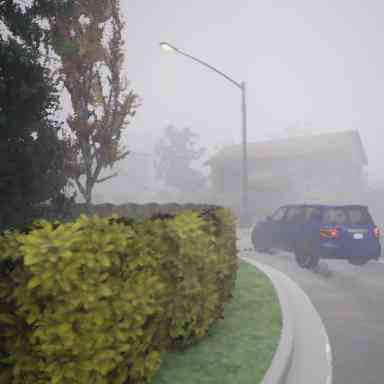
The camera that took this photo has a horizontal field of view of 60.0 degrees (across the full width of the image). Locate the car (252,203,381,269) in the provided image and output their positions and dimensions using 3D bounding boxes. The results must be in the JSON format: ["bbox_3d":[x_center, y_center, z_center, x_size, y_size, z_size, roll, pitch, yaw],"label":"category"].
[{"bbox_3d":[4.164,1.420,12.168,2.150,2.045,5.566,1,-1,-13],"label":"car"}]

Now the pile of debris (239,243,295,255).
[{"bbox_3d":[3.192,2.435,14.357,1.500,0.140,1.860,0,-1,-26],"label":"pile of debris"}]
